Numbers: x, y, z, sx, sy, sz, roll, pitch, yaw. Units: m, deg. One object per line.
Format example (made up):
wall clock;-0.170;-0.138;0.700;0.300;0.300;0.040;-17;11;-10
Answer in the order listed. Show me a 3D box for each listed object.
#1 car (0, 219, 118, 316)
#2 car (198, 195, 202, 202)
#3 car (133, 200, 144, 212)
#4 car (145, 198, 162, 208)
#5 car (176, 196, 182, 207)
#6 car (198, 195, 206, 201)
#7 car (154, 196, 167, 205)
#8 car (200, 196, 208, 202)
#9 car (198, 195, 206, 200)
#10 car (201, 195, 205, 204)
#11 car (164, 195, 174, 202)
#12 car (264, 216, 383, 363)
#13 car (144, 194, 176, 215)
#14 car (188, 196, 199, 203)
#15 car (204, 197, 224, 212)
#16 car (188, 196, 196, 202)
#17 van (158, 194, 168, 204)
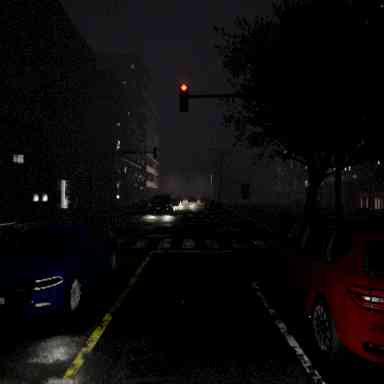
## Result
car;-3.099;1.478;7.806;1.882;1.535;5.008;0;0;0
car;2.702;1.625;65.903;1.802;1.307;4.206;0;0;0
car;-5.682;1.563;38.241;2.008;1.369;4.403;0;0;0
car;-5.681;1.573;49.307;2.008;1.369;4.403;0;0;0
car;-3.084;1.590;51.708;1.994;1.385;4.181;0;0;0
car;2.705;1.621;88.034;1.887;1.381;4.507;0;0;0
car;-5.679;1.476;60.372;1.967;1.590;4.097;0;0;0
car;2.704;1.584;77.139;1.752;1.417;4.829;0;0;0
car;2.706;1.638;93.567;2.008;1.369;4.403;0;0;0
car;2.699;1.548;49.475;1.752;1.417;4.829;0;0;0
car;-5.676;1.507;82.503;1.967;1.590;4.097;0;0;0
car;2.694;1.315;5.852;2.192;1.841;5.009;0;0;0
car;-3.205;1.230;34.915;2.150;2.045;5.566;0;0;2
car;0.115;1.612;69.419;1.994;1.385;4.181;0;0;0
car;2.698;1.557;38.240;1.887;1.381;4.507;0;0;0
car;0.015;1.657;79.320;1.895;1.301;4.718;0;0;0
van;-5.678;1.384;65.905;1.690;1.788;3.998;0;0;0
